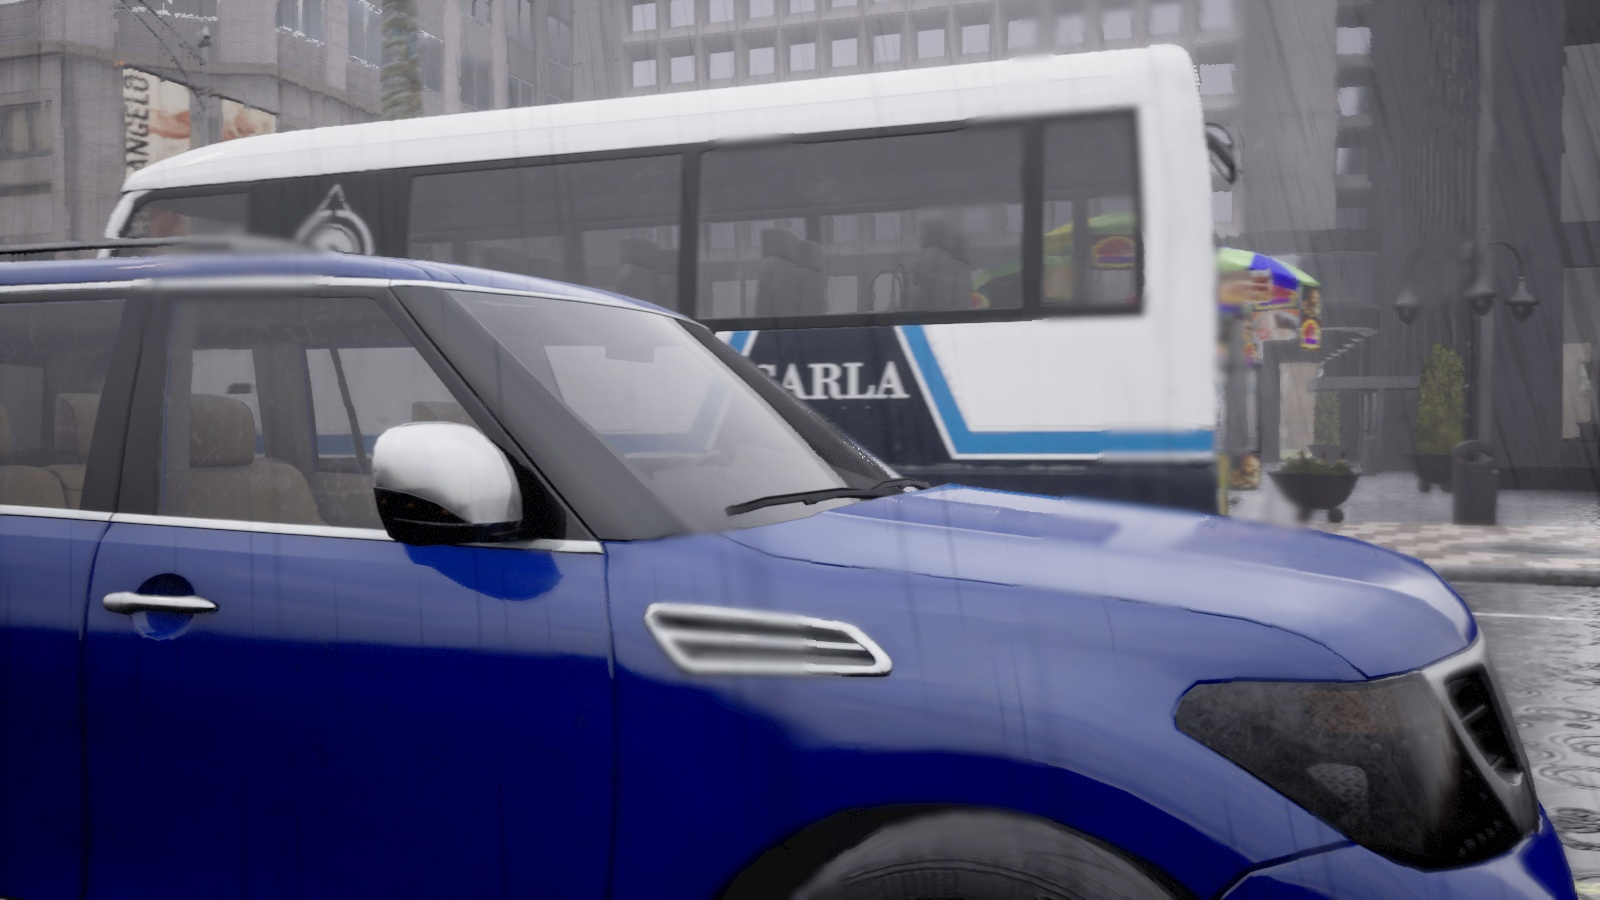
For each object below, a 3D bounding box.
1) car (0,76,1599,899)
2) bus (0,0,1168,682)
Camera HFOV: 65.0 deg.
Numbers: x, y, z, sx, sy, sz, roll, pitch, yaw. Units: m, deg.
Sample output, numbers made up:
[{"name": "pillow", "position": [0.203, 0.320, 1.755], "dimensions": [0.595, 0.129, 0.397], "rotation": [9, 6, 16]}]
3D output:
[{"name": "car", "position": [-1.083, 0.484, 3.554], "dimensions": [5.566, 2.045, 2.150], "rotation": [1, 1, 19]}, {"name": "bus", "position": [-2.138, -0.740, 11.276], "dimensions": [10.273, 4.253, 3.944], "rotation": [0, 1, 19]}]
